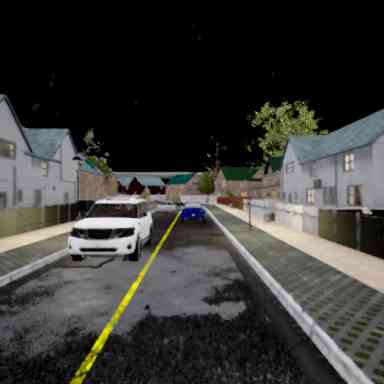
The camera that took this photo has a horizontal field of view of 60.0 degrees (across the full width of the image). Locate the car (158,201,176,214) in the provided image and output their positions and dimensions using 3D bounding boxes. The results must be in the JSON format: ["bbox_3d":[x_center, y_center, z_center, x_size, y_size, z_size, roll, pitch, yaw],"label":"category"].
[{"bbox_3d":[-2.855,1.726,37.583,1.895,1.301,4.718,0,0,0],"label":"car"}]

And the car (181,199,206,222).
[{"bbox_3d":[0.091,1.571,27.071,1.882,1.535,5.008,0,0,0],"label":"car"}]

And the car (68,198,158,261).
[{"bbox_3d":[-2.808,1.269,12.778,2.150,2.045,5.566,0,0,0],"label":"car"}]

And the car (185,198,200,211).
[{"bbox_3d":[0.083,1.619,43.572,1.882,1.535,5.008,0,0,0],"label":"car"}]
